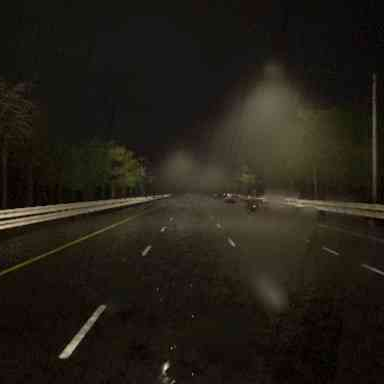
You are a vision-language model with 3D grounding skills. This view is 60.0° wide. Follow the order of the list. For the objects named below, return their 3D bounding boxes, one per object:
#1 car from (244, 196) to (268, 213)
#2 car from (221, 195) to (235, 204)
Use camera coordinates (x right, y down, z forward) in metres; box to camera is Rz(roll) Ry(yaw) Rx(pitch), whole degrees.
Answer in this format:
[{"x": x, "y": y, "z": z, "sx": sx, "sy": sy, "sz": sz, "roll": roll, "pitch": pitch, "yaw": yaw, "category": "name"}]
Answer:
[{"x": 7.051, "y": 1.531, "z": 36.785, "sx": 2.033, "sy": 1.411, "sz": 5.357, "roll": 0, "pitch": 0, "yaw": 0, "category": "car"}, {"x": 7.098, "y": 1.514, "z": 63.901, "sx": 2.033, "sy": 1.411, "sz": 5.357, "roll": 0, "pitch": 0, "yaw": 0, "category": "car"}]
